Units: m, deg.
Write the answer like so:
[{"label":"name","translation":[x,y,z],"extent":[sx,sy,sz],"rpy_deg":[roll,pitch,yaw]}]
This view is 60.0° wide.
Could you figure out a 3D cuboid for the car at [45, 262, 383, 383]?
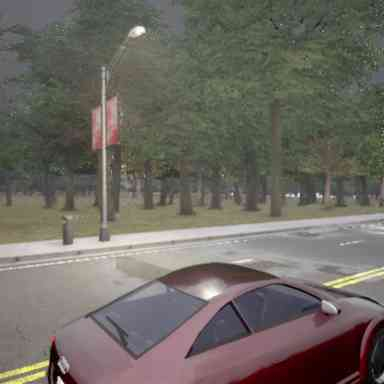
[{"label":"car","translation":[0.589,1.558,3.861],"extent":[4.181,1.385,1.994],"rpy_deg":[0,0,-36]}]
